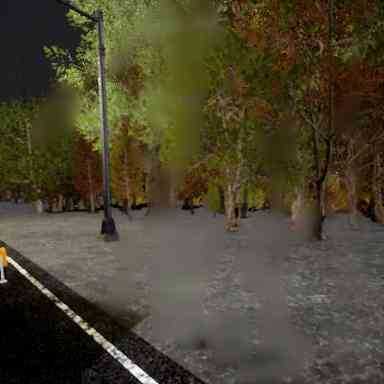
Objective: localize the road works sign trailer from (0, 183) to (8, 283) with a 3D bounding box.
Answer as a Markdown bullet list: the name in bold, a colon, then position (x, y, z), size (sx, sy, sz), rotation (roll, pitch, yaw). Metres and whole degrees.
- **road works sign trailer**: position (-6.472, 0.551, 8.875), size (2.380, 3.560, 2.880), rotation (-3, 2, -38)
